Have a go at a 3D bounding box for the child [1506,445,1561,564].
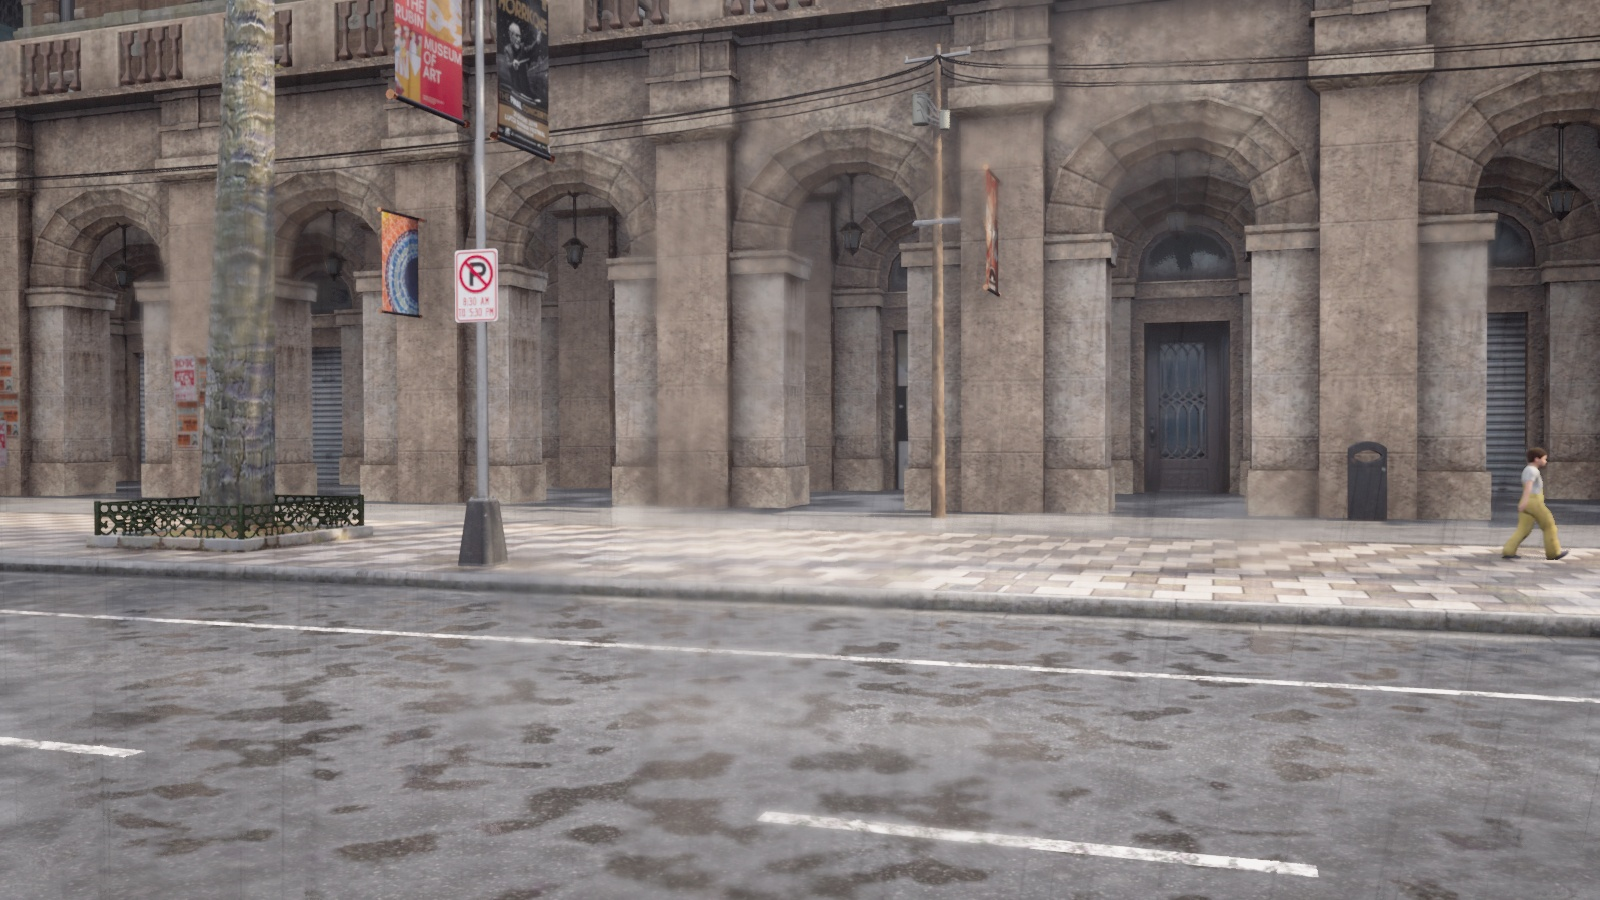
[{"bbox_3d":[7.865,0.577,13.480,0.437,1.263,0.270,0,1,14],"label":"child"}]
